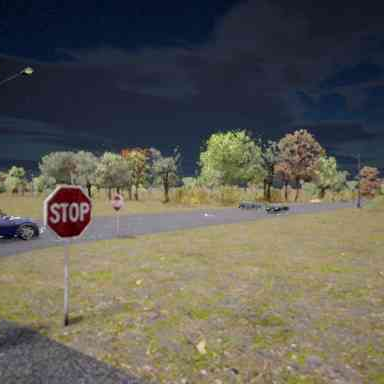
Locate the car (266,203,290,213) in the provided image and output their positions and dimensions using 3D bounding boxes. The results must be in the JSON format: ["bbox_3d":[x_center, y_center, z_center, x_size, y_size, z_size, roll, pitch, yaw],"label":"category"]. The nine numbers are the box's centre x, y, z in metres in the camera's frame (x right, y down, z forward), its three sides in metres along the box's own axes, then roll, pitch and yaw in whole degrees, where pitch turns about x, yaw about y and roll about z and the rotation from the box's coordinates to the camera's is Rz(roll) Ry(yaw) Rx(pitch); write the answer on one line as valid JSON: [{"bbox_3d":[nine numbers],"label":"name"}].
[{"bbox_3d":[11.918,2.191,45.677,1.895,1.301,4.718,1,0,36],"label":"car"}]

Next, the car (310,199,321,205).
[{"bbox_3d":[31.613,2.490,85.028,1.882,1.535,5.008,1,0,36],"label":"car"}]

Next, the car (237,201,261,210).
[{"bbox_3d":[9.378,2.136,54.132,2.033,1.411,5.357,1,0,36],"label":"car"}]

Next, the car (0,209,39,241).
[{"bbox_3d":[-9.664,1.489,15.687,2.097,1.767,4.553,1,-1,36],"label":"car"}]
